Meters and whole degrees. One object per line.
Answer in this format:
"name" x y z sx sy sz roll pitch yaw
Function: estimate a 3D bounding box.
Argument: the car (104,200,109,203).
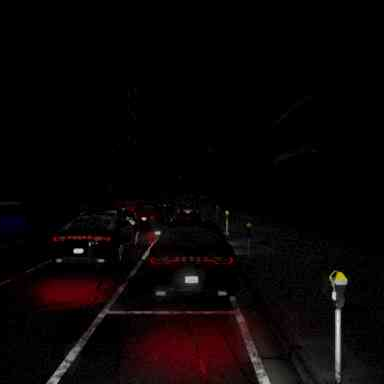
"car" -8.815 1.573 36.483 1.947 1.339 4.313 0 0 0

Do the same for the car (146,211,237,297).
"car" -0.006 1.478 8.650 1.882 1.535 5.008 0 0 0

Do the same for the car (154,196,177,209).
"car" -3.063 1.555 39.803 2.033 1.411 5.357 0 0 0

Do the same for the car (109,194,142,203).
"car" -6.239 1.227 33.042 2.150 2.045 5.566 0 0 0

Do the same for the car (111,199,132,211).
"car" -8.815 1.591 41.985 1.802 1.307 4.206 0 0 0

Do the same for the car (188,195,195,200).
"car" -0.237 1.636 95.394 2.008 1.369 4.403 0 0 0

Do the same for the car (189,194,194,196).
"car" -0.257 1.501 84.576 1.967 1.590 4.097 0 0 0

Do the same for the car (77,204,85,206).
"car" -8.815 1.585 25.481 1.802 1.307 4.206 0 0 0

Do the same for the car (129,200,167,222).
"car" -3.070 1.528 23.596 1.812 1.442 4.674 0 0 0

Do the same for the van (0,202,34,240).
"van" -8.815 1.342 14.478 1.690 1.788 3.998 0 0 0

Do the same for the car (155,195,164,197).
"car" -8.782 1.643 84.589 1.802 1.307 4.206 0 0 0

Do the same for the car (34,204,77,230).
"car" -8.815 1.568 19.979 1.947 1.339 4.313 0 0 0

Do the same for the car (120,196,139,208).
"car" -8.816 1.452 47.486 1.967 1.590 4.097 0 0 0

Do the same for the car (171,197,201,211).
"car" -0.290 1.443 25.481 1.967 1.590 4.097 0 0 0

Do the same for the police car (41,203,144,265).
"police car" -3.146 1.426 11.798 1.930 1.638 5.238 0 0 0

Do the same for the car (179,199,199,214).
"car" -0.290 1.558 36.484 2.008 1.369 4.403 0 0 0
